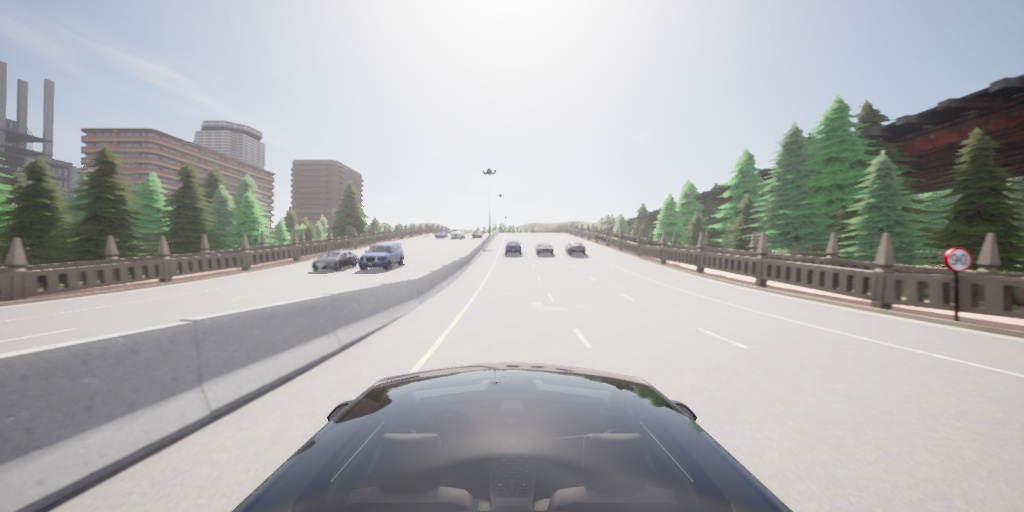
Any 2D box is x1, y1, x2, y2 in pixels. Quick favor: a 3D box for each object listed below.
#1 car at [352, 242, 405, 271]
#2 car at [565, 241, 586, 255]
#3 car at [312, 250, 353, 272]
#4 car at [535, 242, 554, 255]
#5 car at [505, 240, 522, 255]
[{"bbox_3d":[-10.467,0.000,29.245,2.150,2.045,5.566,0,5,1],"label":"car"},{"bbox_3d":[7.163,-0.980,40.740,2.128,1.511,4.902,0,6,1],"label":"car"},{"bbox_3d":[-13.975,0.330,28.609,2.128,1.511,4.902,0,5,1],"label":"car"},{"bbox_3d":[3.665,-0.885,40.883,1.895,1.301,4.718,0,6,1],"label":"car"},{"bbox_3d":[0.179,-1.089,41.623,1.882,1.535,5.008,0,7,1],"label":"car"}]
